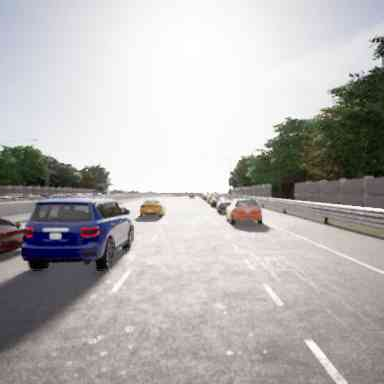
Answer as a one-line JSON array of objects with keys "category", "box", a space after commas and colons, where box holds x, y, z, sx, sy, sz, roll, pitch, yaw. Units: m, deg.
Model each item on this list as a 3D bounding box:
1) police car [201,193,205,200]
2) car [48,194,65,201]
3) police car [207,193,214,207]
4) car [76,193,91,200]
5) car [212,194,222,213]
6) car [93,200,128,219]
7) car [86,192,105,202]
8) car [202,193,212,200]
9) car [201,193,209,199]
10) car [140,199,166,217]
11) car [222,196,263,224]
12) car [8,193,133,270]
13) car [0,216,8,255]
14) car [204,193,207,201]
[{"category": "police car", "box": [3.476, 1.065, 66.662, 2.038, 1.542, 4.974, 0, 0, 0]}, {"category": "car", "box": [-28.025, 1.065, 68.941, 1.812, 1.442, 4.674, 0, 0, 0]}, {"category": "police car", "box": [3.484, 1.224, 44.627, 2.038, 1.542, 4.974, 0, 0, 0]}, {"category": "car", "box": [-24.528, 0.982, 75.176, 1.812, 1.442, 4.674, 0, 0, 0]}, {"category": "car", "box": [3.488, 1.309, 33.612, 2.128, 1.511, 4.902, 0, 0, 0]}, {"category": "car", "box": [-6.910, 1.420, 28.533, 1.994, 1.385, 4.181, 0, 0, 0]}, {"category": "car", "box": [-17.551, 0.939, 60.452, 2.097, 1.767, 4.553, 0, 0, 0]}, {"category": "car", "box": [3.471, 1.057, 77.706, 2.163, 1.488, 4.792, 0, 0, 0]}, {"category": "car", "box": [3.467, 1.055, 88.880, 1.801, 1.575, 5.366, 0, 0, 0]}, {"category": "car", "box": [-3.411, 1.327, 29.459, 1.882, 1.535, 5.008, 0, 0, 0]}, {"category": "car", "box": [3.592, 1.243, 23.633, 2.097, 1.767, 4.553, 0, 0, 0]}, {"category": "car", "box": [-3.404, 1.180, 10.980, 2.150, 2.045, 5.566, 0, 0, 0]}, {"category": "car", "box": [-6.904, 1.484, 11.003, 1.812, 1.442, 4.674, 0, 0, 0]}, {"category": "car", "box": [3.480, 1.096, 55.644, 1.882, 1.535, 5.008, 0, 0, 0]}]
